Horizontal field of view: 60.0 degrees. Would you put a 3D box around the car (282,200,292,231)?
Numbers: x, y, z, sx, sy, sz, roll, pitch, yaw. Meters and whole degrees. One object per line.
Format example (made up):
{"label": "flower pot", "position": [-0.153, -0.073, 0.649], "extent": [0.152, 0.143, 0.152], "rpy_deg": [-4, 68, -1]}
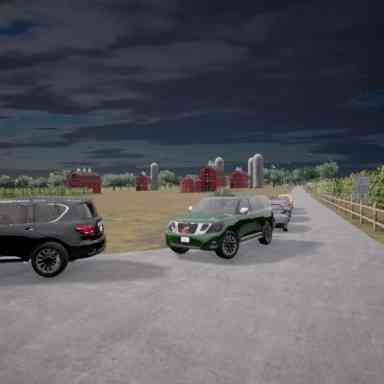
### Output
{"label": "car", "position": [4.460, 1.369, 18.949], "extent": [1.994, 1.385, 4.181], "rpy_deg": [0, 0, 18]}

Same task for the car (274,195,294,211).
{"label": "car", "position": [10.086, 1.089, 36.419], "extent": [1.882, 1.535, 5.008], "rpy_deg": [0, 1, 18]}

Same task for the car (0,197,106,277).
{"label": "car", "position": [-5.340, 1.222, 9.572], "extent": [5.566, 2.045, 2.150], "rpy_deg": [-1, 1, -4]}

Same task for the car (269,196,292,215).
{"label": "car", "position": [8.260, 1.181, 30.720], "extent": [1.837, 1.490, 4.892], "rpy_deg": [0, 0, 18]}

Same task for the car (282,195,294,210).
{"label": "car", "position": [6.323, 1.221, 24.679], "extent": [1.882, 1.535, 5.008], "rpy_deg": [0, 1, 18]}

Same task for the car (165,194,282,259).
{"label": "car", "position": [1.329, 1.100, 12.631], "extent": [2.150, 2.045, 5.566], "rpy_deg": [0, 0, 34]}
